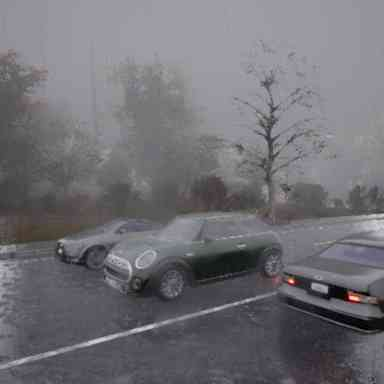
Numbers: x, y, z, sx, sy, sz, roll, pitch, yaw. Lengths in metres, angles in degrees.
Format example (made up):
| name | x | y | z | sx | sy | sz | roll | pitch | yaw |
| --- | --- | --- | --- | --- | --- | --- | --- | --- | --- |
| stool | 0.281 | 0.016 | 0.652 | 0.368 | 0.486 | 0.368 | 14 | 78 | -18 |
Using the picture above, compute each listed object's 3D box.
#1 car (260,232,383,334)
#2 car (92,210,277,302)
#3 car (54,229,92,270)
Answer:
| name | x | y | z | sx | sy | sz | roll | pitch | yaw |
| --- | --- | --- | --- | --- | --- | --- | --- | --- | --- |
| car | 4.017 | 1.527 | 6.610 | 5.357 | 1.411 | 2.033 | 0 | 0 | -35 |
| car | 0.158 | 1.337 | 8.362 | 4.553 | 1.767 | 2.097 | 0 | 0 | -35 |
| car | -2.243 | 1.551 | 10.954 | 4.181 | 1.385 | 1.994 | 0 | 0 | -35 |
